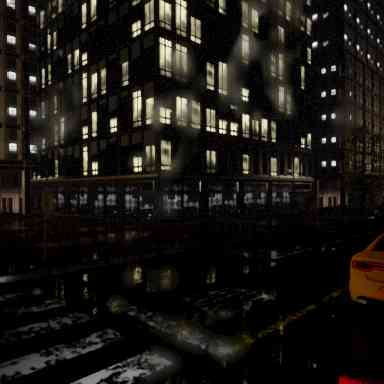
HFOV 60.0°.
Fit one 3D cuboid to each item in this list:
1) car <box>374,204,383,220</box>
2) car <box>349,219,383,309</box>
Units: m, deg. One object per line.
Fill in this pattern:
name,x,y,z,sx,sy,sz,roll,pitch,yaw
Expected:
car,15.563,1.405,25.652,1.967,1.590,4.097,-1,0,45
car,5.055,1.470,7.070,1.882,1.535,5.008,0,0,45
